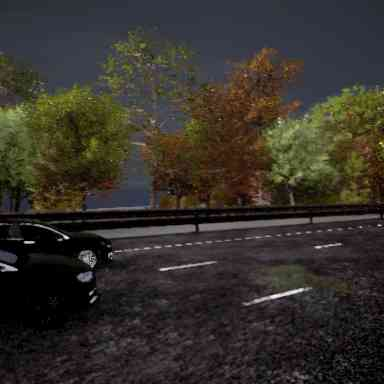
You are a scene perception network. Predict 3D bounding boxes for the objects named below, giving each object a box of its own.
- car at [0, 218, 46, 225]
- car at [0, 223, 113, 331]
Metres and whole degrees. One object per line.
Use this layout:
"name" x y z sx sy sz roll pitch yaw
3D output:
"car" -4.613 1.476 9.049 4.892 1.490 1.837 1 0 -34
"car" -4.007 1.465 5.224 4.902 1.511 2.128 1 0 -34
